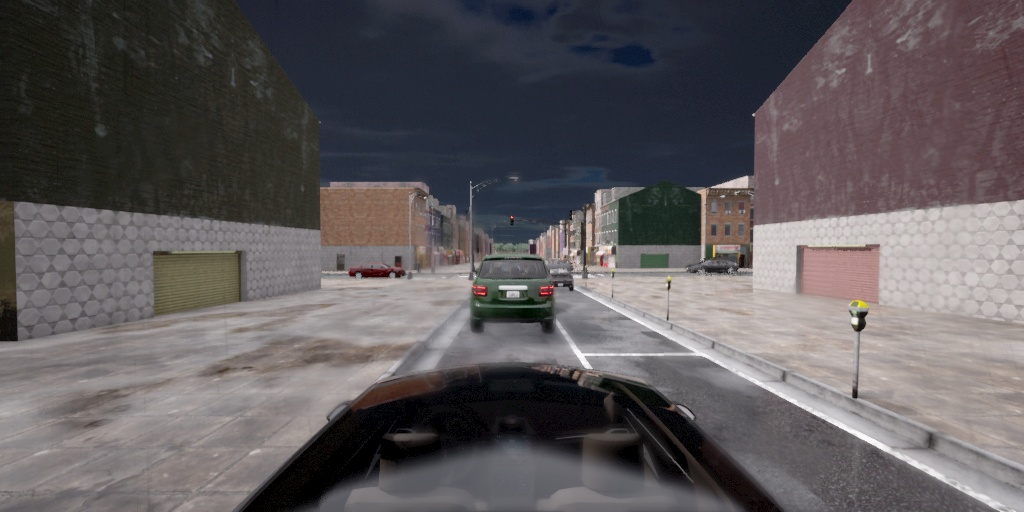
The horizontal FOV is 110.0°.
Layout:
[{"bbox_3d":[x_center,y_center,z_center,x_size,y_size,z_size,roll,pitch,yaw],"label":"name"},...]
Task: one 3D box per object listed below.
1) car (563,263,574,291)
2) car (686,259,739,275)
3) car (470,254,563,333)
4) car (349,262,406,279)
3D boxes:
[{"bbox_3d":[2.593,1.294,21.274,2.007,1.370,4.403,0,0,0],"label":"car"},{"bbox_3d":[20.173,1.103,36.203,4.892,1.490,1.837,0,1,0],"label":"car"},{"bbox_3d":[0.029,0.968,10.859,2.150,2.045,5.566,0,0,0],"label":"car"},{"bbox_3d":[-12.398,1.335,33.202,5.008,1.535,1.882,0,1,-1],"label":"car"}]
